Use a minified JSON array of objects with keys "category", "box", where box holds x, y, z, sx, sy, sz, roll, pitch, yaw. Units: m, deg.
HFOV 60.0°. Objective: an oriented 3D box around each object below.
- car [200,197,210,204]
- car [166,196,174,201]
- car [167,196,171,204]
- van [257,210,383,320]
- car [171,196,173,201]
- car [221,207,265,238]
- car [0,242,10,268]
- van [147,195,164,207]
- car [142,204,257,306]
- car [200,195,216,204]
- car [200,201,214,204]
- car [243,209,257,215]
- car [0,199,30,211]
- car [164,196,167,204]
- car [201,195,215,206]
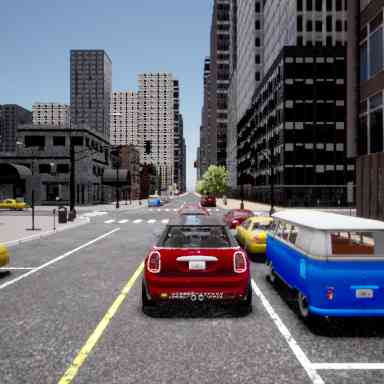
[{"category":"car","box":[2.599,1.655,67.316,1.947,1.339,4.313,0,0,0]},{"category":"car","box":[-5.811,1.673,89.227,1.752,1.417,4.829,0,0,0]},{"category":"car","box":[-5.782,1.529,67.303,1.967,1.590,4.097,0,0,0]},{"category":"van","box":[2.678,1.341,7.028,1.690,1.788,3.998,0,0,0]},{"category":"car","box":[-5.789,1.653,72.825,2.008,1.369,4.403,0,0,0]},{"category":"car","box":[2.663,1.587,18.355,1.802,1.307,4.206,0,0,0]},{"category":"car","box":[-5.701,1.525,6.847,1.752,1.417,4.829,0,0,0]},{"category":"van","box":[-5.760,1.395,50.730,1.690,1.788,3.998,0,0,0]},{"category":"car","box":[0.089,1.352,8.168,2.097,1.767,4.553,0,0,0]},{"category":"car","box":[2.620,1.369,50.743,2.192,1.841,5.009,0,0,0]},{"category":"car","box":[0.077,1.482,17.374,1.882,1.535,5.008,0,0,0]},{"category":"car","box":[2.671,1.527,12.863,1.752,1.417,4.829,0,0,0]},{"category":"car","box":[-21.460,1.469,38.541,4.829,1.417,1.752,0,0,0]},{"category":"car","box":[-5.767,1.505,56.254,1.967,1.590,4.097,0,0,0]},{"category":"car","box":[2.612,1.380,56.268,2.192,1.841,5.009,0,0,0]}]
